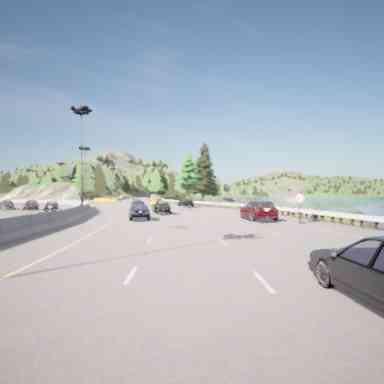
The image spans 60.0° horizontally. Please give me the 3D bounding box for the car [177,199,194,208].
[{"bbox_3d":[-1.168,1.942,57.617,1.837,1.490,4.892,1,-1,-18],"label":"car"}]

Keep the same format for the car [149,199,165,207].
[{"bbox_3d":[-6.591,2.008,62.445,1.882,1.535,5.008,0,-1,-20],"label":"car"}]

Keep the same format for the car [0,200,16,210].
[{"bbox_3d":[-29.206,2.033,52.554,1.812,1.442,4.674,0,0,-19],"label":"car"}]

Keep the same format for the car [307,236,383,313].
[{"bbox_3d":[4.080,1.551,6.284,2.033,1.411,5.357,-1,0,-4],"label":"car"}]

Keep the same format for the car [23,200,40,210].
[{"bbox_3d":[-25.913,2.057,53.741,2.097,1.767,4.553,0,0,-19],"label":"car"}]

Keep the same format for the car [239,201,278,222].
[{"bbox_3d":[5.521,1.500,28.087,2.097,1.767,4.553,-1,0,-8],"label":"car"}]

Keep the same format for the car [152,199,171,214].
[{"bbox_3d":[-3.763,1.826,40.097,2.128,1.511,4.902,0,-1,-13],"label":"car"}]

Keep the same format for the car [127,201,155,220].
[{"bbox_3d":[-5.066,1.835,31.481,2.033,1.411,5.357,0,0,-13],"label":"car"}]

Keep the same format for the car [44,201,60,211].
[{"bbox_3d":[-21.198,2.093,50.424,2.128,1.511,4.902,0,0,-17],"label":"car"}]
